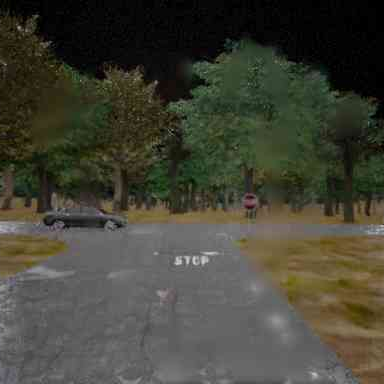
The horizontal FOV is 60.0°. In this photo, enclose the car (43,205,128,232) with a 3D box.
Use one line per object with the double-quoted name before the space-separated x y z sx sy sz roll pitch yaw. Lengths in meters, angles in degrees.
"car" -6.382 1.559 20.189 4.892 1.490 1.837 1 0 -8
